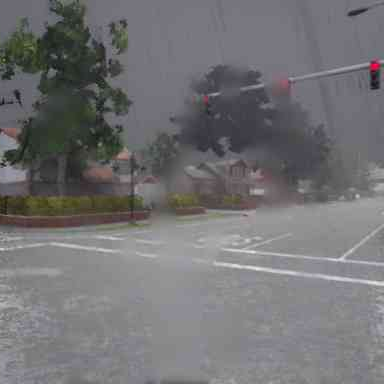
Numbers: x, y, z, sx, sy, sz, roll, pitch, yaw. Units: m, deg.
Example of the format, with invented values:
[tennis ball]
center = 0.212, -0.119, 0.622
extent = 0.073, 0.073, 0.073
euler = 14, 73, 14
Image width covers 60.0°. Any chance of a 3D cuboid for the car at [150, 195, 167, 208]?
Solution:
[car]
center = -2.951, 1.138, 38.425
extent = 3.806, 1.475, 1.970
euler = 0, 0, 36
